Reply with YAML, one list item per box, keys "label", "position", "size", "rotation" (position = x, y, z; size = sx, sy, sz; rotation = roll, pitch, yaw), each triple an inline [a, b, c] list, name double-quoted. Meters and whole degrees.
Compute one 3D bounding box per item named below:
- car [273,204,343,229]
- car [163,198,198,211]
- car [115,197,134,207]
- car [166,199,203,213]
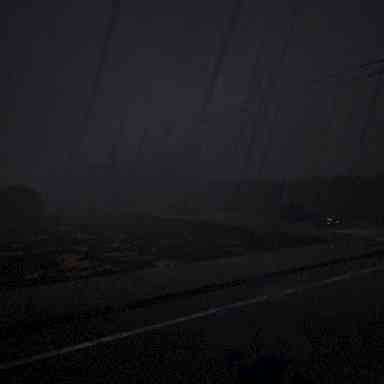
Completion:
- label: "car"
  position: [7.692, 1.590, 22.515]
  size: [1.837, 1.490, 4.892]
  rotation: [0, 0, -32]
- label: "car"
  position: [-1.583, 1.590, 42.615]
  size: [2.128, 1.511, 4.902]
  rotation: [0, 0, -35]
- label: "car"
  position: [-10.080, 1.447, 48.734]
  size: [1.994, 1.385, 4.181]
  rotation: [0, 0, -33]
- label: "car"
  position: [-0.819, 1.564, 35.008]
  size: [1.882, 1.535, 5.008]
  rotation: [0, 0, -34]
